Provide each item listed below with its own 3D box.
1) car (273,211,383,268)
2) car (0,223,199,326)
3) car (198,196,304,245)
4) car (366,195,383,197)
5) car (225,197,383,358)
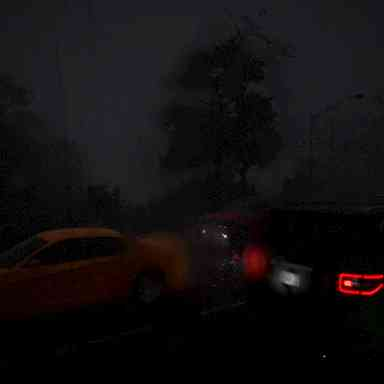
[{"bbox_3d":[5.185,1.503,11.750,4.674,1.442,1.812,0,0,-34],"label":"car"},{"bbox_3d":[-2.498,1.472,6.454,5.008,1.535,1.882,0,0,-35],"label":"car"},{"bbox_3d":[2.793,1.198,14.363,5.566,2.045,2.150,0,0,-34],"label":"car"},{"bbox_3d":[11.457,1.179,20.049,5.566,2.045,2.150,0,0,-32],"label":"car"},{"bbox_3d":[3.413,1.209,5.910,5.566,2.045,2.150,0,0,-37],"label":"car"}]
